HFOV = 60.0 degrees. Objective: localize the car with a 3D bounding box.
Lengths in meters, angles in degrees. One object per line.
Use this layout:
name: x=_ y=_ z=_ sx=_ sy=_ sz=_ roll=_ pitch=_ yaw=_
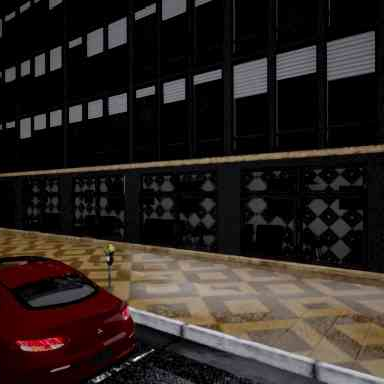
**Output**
car: x=-2.627 y=1.582 z=4.701 sx=4.206 sy=1.307 sz=1.802 roll=0 pitch=0 yaw=35
